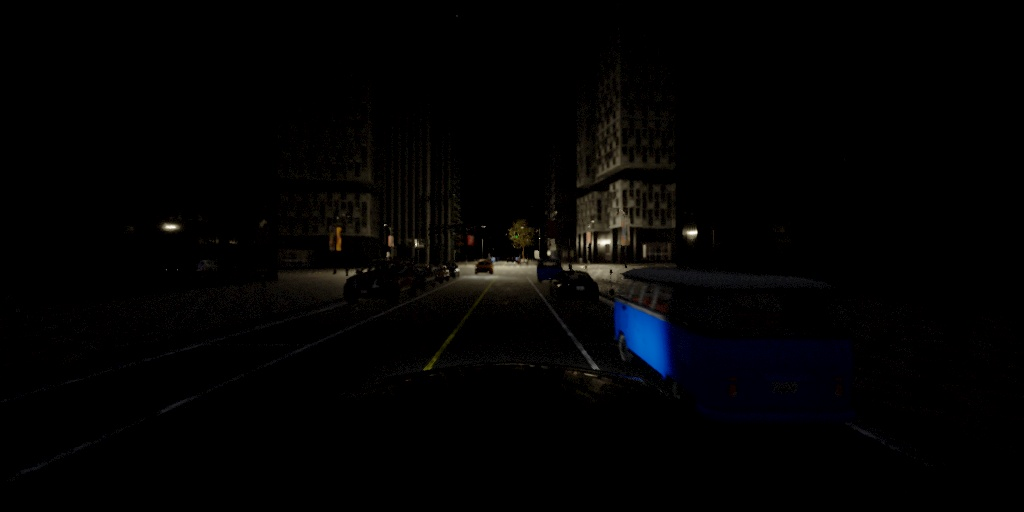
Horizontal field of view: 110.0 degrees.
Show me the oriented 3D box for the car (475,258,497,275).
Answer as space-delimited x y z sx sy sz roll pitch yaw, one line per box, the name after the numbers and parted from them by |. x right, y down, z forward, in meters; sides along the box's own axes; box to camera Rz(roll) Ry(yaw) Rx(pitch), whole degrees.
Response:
-3.028 1.260 39.912 1.882 1.535 5.008 0 0 0 | car

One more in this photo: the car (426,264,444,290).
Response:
-5.776 1.316 21.998 2.007 1.370 4.403 0 0 0 | car

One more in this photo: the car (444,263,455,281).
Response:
-5.780 1.295 27.342 1.751 1.417 4.829 0 0 0 | car

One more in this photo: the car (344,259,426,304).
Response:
-5.773 1.076 16.486 2.192 1.841 5.009 0 0 0 | car

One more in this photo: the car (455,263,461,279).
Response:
-5.784 1.325 33.024 2.007 1.370 4.403 0 0 0 | car

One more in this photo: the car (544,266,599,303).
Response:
2.753 1.327 16.495 1.948 1.339 4.313 0 0 0 | car

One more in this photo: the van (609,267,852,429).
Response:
2.760 1.094 5.469 1.690 1.789 3.998 0 0 0 | van

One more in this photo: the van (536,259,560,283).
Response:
2.745 1.111 27.519 1.690 1.789 3.998 0 0 0 | van
